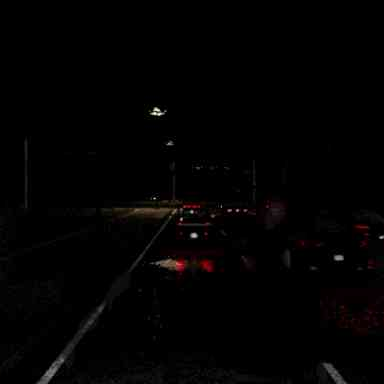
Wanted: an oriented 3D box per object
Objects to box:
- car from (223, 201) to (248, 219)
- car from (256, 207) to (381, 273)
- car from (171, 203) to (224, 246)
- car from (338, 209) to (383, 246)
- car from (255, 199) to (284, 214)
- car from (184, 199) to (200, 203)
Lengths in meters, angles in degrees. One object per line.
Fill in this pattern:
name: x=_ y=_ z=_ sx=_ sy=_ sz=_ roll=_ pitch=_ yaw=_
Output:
car: x=3.490 y=1.475 z=27.999 sx=2.033 sy=1.411 sz=5.357 roll=0 pitch=0 yaw=0
car: x=3.587 y=1.450 z=10.610 sx=1.882 sy=1.535 sz=5.008 roll=0 pitch=0 yaw=0
car: x=0.067 y=1.452 z=15.139 sx=2.128 sy=1.511 sz=4.902 roll=0 pitch=0 yaw=0
car: x=7.056 y=1.488 z=14.678 sx=1.812 sy=1.442 sz=4.674 roll=0 pitch=0 yaw=0
car: x=6.976 y=1.423 z=30.102 sx=1.837 sy=1.490 sz=4.892 roll=0 pitch=-1 yaw=0
car: x=-0.027 y=1.424 z=30.628 sx=1.837 sy=1.490 sz=4.892 roll=0 pitch=0 yaw=0
